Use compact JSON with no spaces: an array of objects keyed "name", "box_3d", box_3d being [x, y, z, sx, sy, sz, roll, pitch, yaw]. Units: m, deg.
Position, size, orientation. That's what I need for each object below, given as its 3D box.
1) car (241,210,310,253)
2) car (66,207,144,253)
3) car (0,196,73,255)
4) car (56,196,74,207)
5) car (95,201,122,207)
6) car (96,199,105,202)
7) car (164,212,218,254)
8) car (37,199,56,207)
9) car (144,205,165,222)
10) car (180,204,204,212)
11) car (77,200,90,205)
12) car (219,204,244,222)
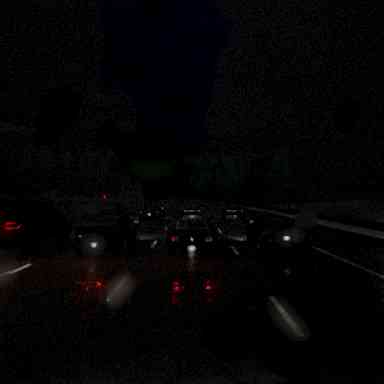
[{"name":"car","box_3d":[3.509,1.699,14.313,1.994,1.385,4.181,0,0,0]},{"name":"car","box_3d":[-3.493,1.643,14.321,1.837,1.490,4.892,0,0,0]},{"name":"car","box_3d":[-6.997,1.349,14.024,2.150,2.045,5.566,0,0,0]},{"name":"car","box_3d":[-25.777,1.856,67.627,2.150,2.045,5.566,0,-1,-8]},{"name":"car","box_3d":[-6.990,1.802,29.371,1.812,1.442,4.674,0,0,0]},{"name":"car","box_3d":[-18.897,2.199,68.981,1.994,1.385,4.181,0,-1,-8]},{"name":"car","box_3d":[0.004,1.734,14.108,1.895,1.301,4.718,0,0,0]},{"name":"car","box_3d":[-29.219,2.152,66.992,2.128,1.511,4.902,0,-1,-8]},{"name":"car","box_3d":[-3.491,1.839,29.277,1.994,1.385,4.181,0,0,0]},{"name":"car","box_3d":[0.009,1.768,29.303,2.128,1.511,4.902,0,0,0]},{"name":"car","box_3d":[-22.331,2.236,68.289,1.895,1.301,4.718,0,-1,-8]},{"name":"car","box_3d":[3.509,1.768,29.298,2.128,1.511,4.902,0,0,0]}]
